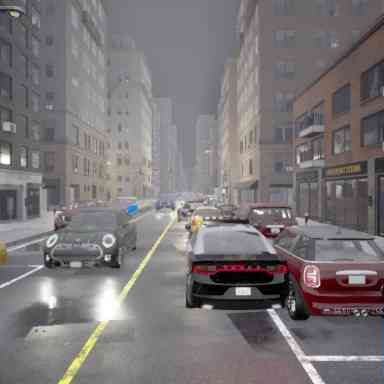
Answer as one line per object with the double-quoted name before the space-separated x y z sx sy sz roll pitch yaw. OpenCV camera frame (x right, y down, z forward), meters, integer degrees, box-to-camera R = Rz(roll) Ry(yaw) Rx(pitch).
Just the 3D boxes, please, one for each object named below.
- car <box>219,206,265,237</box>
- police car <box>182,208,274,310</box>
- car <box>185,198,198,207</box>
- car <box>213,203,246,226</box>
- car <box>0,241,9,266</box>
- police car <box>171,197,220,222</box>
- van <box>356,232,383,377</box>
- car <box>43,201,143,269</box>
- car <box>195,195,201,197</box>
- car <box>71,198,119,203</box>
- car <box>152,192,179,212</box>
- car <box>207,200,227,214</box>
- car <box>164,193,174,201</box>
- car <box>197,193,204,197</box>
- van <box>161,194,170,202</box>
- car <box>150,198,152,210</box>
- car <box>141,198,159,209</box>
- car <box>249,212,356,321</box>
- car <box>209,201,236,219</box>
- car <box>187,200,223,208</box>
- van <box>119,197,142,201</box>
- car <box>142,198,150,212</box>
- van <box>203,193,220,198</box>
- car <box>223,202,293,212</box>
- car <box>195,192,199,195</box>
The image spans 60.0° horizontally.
"car" 2.643 1.565 18.644 1.947 1.339 4.313 0 0 0
"police car" 0.786 1.425 8.038 1.930 1.638 5.238 0 0 -1
"car" -0.067 1.579 51.555 1.895 1.301 4.718 0 0 0
"car" 2.635 1.564 24.312 1.947 1.339 4.313 0 0 0
"car" -5.867 1.525 7.114 1.752 1.417 4.829 0 0 0
"police car" 0.242 1.423 23.959 1.930 1.638 5.238 0 0 -17
"van" 2.665 1.341 1.635 1.690 1.788 3.998 0 0 0
"car" -3.115 1.351 11.146 2.097 1.767 4.553 0 0 0
"car" -0.049 1.515 42.138 1.812 1.442 4.674 0 0 0
"car" -5.883 1.314 18.620 2.192 1.841 5.009 0 0 0
"car" -3.052 1.215 39.541 2.150 2.045 5.566 0 0 0
"car" 2.621 1.577 35.651 1.802 1.307 4.206 0 0 0
"car" -5.969 1.249 85.330 2.192 1.841 5.009 0 0 0
"car" 2.571 1.391 74.186 1.967 1.590 4.097 0 0 0
"van" -5.954 1.292 74.157 1.690 1.788 3.998 0 0 0
"car" -5.912 1.515 41.125 1.752 1.417 4.829 0 0 0
"car" -5.919 1.534 46.962 2.008 1.369 4.403 0 0 0
"car" 2.658 1.440 7.305 1.967 1.590 4.097 0 0 0
"car" 2.628 1.549 29.981 2.008 1.369 4.403 0 0 0
"car" 0.763 1.455 18.133 1.801 1.575 5.366 0 0 0
"van" -5.898 1.339 29.956 1.690 1.788 3.998 0 0 0
"car" -5.904 1.520 35.455 1.752 1.417 4.829 0 0 0
"van" 2.614 1.331 41.321 1.690 1.788 3.998 0 0 0
"car" 2.650 1.314 12.974 2.192 1.841 5.009 0 0 0
"car" 2.557 1.249 85.356 2.192 1.841 5.009 0 0 0
